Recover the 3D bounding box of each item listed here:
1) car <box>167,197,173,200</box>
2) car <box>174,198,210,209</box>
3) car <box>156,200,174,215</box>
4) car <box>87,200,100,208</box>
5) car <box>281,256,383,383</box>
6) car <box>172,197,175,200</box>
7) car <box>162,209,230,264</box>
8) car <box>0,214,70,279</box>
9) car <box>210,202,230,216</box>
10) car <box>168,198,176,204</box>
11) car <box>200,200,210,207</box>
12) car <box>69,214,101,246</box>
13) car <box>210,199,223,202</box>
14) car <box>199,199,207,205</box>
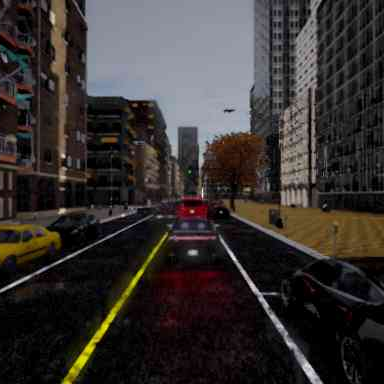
[{"bbox_3d":[-5.671,2.330,70.602,2.008,1.369,4.403,0,-1,0],"label":"car"},{"bbox_3d":[0.043,1.502,26.214,2.150,2.045,5.566,0,0,1],"label":"car"},{"bbox_3d":[-3.040,1.984,38.948,1.994,1.385,4.181,0,-1,1],"label":"car"},{"bbox_3d":[-16.413,1.896,51.203,4.403,1.369,2.008,1,-2,-1],"label":"car"},{"bbox_3d":[2.693,1.619,5.078,1.947,1.339,4.313,0,-1,0],"label":"car"},{"bbox_3d":[-5.669,2.462,81.668,2.008,1.369,4.403,0,-1,0],"label":"car"},{"bbox_3d":[0.048,1.621,12.341,2.128,1.511,4.902,0,-1,0],"label":"car"},{"bbox_3d":[-5.686,1.635,10.434,1.752,1.417,4.829,0,-1,0],"label":"car"},{"bbox_3d":[2.700,1.916,32.691,1.947,1.339,4.313,0,-1,0],"label":"car"},{"bbox_3d":[-5.666,2.487,92.733,1.967,1.590,4.097,0,-1,0],"label":"car"},{"bbox_3d":[2.709,2.324,70.600,1.887,1.381,4.507,0,-1,0],"label":"car"},{"bbox_3d":[-5.685,1.736,16.126,1.947,1.339,4.313,0,-1,0],"label":"car"},{"bbox_3d":[2.702,1.726,38.217,2.192,1.841,5.009,0,-1,0],"label":"car"},{"bbox_3d":[2.711,2.439,81.835,1.752,1.417,4.829,0,-1,0],"label":"car"}]
